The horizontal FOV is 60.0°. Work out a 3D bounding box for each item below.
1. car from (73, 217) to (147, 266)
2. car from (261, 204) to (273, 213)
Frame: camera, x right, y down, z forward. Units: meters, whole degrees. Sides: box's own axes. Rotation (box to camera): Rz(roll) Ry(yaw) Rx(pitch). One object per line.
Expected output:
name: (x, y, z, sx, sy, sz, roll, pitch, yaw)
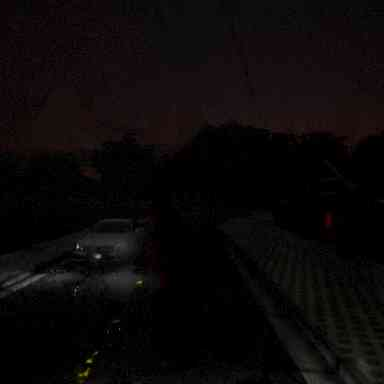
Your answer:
car: (-2.804, 1.679, 12.297, 1.812, 1.442, 4.674, 0, -1, 1)
car: (13.073, 2.513, 51.637, 5.357, 1.411, 2.033, 1, -2, -37)
